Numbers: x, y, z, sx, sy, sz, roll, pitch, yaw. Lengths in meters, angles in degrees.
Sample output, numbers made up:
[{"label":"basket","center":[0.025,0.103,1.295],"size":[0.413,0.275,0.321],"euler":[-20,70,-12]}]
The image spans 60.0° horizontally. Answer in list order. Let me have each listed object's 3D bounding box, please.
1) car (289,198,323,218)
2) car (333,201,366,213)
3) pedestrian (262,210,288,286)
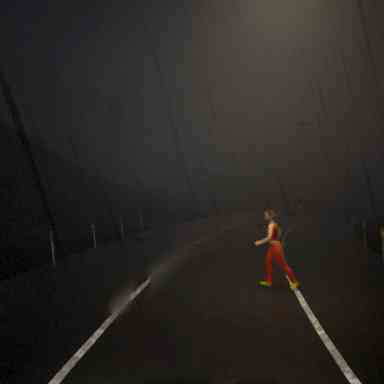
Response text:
[{"label":"car","center":[10.917,1.405,31.576],"size":[2.097,1.767,4.553],"euler":[3,2,36]},{"label":"car","center":[19.406,1.798,40.923],"size":[5.357,1.411,2.033],"euler":[1,3,-39]},{"label":"pedestrian","center":[1.865,1.279,7.601],"size":[0.375,1.860,0.375],"euler":[-3,4,9]}]
